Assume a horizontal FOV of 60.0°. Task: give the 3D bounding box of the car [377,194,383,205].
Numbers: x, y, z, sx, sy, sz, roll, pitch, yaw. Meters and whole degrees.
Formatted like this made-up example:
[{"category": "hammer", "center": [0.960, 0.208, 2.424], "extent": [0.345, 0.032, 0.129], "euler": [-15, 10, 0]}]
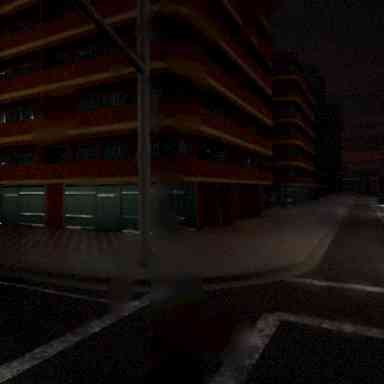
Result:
[{"category": "car", "center": [26.339, 1.017, 45.175], "extent": [1.994, 1.385, 4.181], "euler": [0, 0, 27]}]
